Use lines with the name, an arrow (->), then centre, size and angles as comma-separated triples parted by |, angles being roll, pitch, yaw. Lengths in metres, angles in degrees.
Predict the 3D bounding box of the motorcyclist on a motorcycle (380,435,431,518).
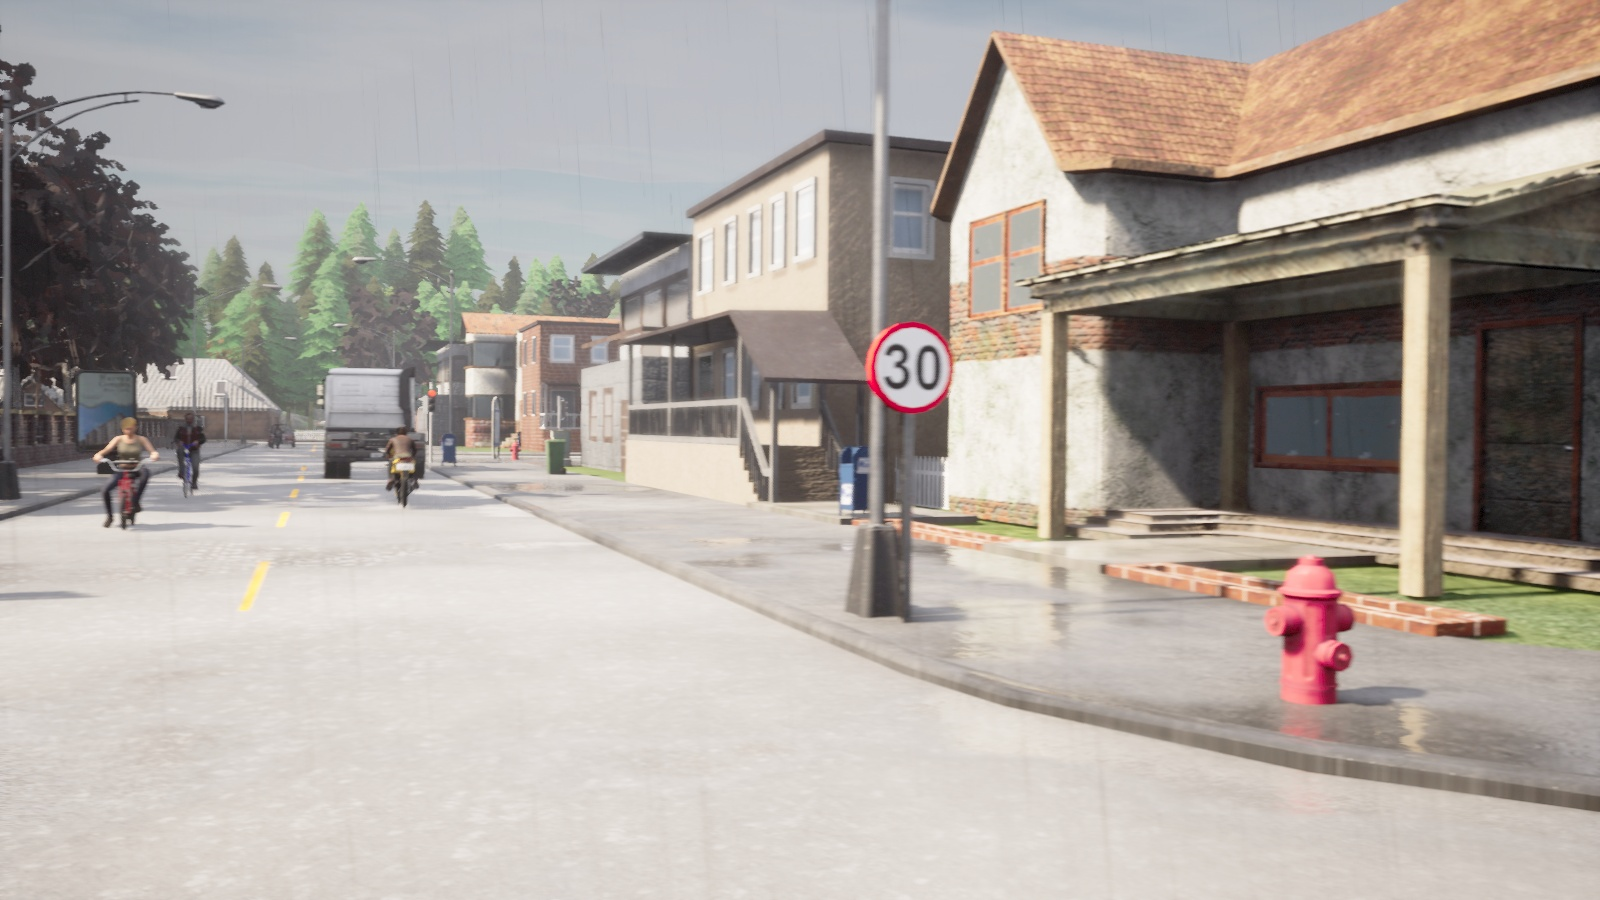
motorcyclist on a motorcycle -> -7.573, 0.471, 24.049 | 0.797, 1.523, 2.044 | -1, 1, -21

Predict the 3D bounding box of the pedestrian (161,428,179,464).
pedestrian -> -34.117, -0.230, 68.004 | 0.659, 1.952, 0.873 | -1, 1, -12

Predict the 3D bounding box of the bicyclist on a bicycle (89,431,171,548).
bicyclist on a bicycle -> -9.711, 0.542, 18.259 | 0.866, 1.612, 1.509 | -1, 1, -22

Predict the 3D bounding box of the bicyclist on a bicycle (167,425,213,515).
bicyclist on a bicycle -> -12.537, 0.384, 25.836 | 0.659, 1.776, 1.843 | -1, 1, -21

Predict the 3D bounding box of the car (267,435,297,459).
car -> -34.755, -0.219, 84.280 | 1.789, 1.549, 3.705 | -1, 1, -22

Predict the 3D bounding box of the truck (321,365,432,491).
truck -> -13.162, -0.672, 38.725 | 2.891, 3.462, 7.936 | -1, 1, -20
